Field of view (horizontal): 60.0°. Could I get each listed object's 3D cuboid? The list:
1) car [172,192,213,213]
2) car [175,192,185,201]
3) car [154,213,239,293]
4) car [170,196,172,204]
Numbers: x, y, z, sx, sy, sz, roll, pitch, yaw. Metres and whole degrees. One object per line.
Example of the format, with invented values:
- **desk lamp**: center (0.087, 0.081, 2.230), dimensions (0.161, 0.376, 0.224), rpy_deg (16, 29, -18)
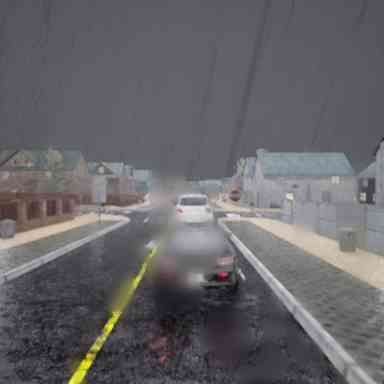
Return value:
- **car**: center (0.030, 1.161, 20.505), dimensions (2.150, 2.045, 5.566), rpy_deg (0, 0, -2)
- **car**: center (-2.750, 0.993, 76.572), dimensions (2.150, 2.045, 5.566), rpy_deg (0, 0, 0)
- **car**: center (0.106, 1.499, 8.690), dimensions (1.812, 1.442, 4.674), rpy_deg (0, 0, 0)
- **car**: center (-2.796, 1.177, 60.874), dimensions (2.097, 1.767, 4.553), rpy_deg (0, 0, 1)
